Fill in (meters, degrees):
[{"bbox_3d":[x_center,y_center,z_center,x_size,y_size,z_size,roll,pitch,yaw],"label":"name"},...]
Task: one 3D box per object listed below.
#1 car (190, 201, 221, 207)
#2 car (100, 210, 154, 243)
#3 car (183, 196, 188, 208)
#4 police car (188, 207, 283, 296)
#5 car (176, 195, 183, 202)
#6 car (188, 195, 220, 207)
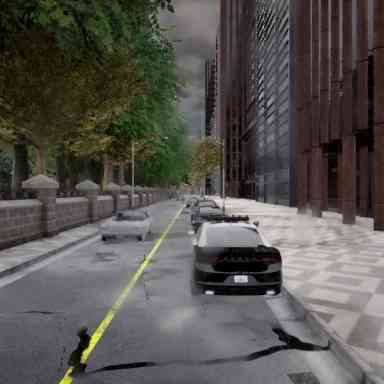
[{"bbox_3d":[0.960,1.494,18.700,1.837,1.490,4.892,0,0,0],"label":"car"},{"bbox_3d":[-3.048,1.592,16.330,1.895,1.301,4.718,0,0,0],"label":"car"},{"bbox_3d":[0.176,1.509,46.892,2.033,1.411,5.357,0,0,1],"label":"car"},{"bbox_3d":[0.927,1.423,8.810,1.930,1.638,5.238,0,0,0],"label":"police car"},{"bbox_3d":[-2.738,1.454,77.508,2.128,1.511,4.902,0,0,0],"label":"car"},{"bbox_3d":[0.981,1.334,24.670,2.097,1.767,4.553,0,0,0],"label":"car"}]
